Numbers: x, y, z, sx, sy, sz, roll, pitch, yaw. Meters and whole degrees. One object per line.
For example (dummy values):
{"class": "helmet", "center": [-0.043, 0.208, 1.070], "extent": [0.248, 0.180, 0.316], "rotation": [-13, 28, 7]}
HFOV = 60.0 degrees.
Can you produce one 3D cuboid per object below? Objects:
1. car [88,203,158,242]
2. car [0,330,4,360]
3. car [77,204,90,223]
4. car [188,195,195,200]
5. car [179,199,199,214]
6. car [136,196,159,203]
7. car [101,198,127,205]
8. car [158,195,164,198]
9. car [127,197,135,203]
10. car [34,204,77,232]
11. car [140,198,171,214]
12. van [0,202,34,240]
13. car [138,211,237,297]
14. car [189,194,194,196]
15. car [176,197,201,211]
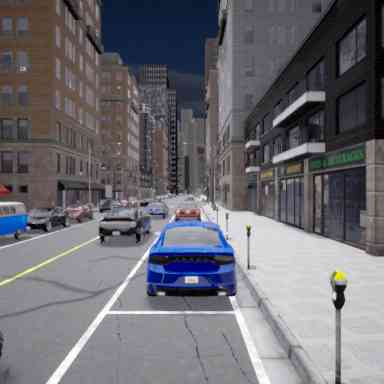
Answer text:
{"class": "car", "center": [-3.125, 1.494, 16.244], "extent": [2.128, 1.511, 4.902], "rotation": [0, 0, 0]}
{"class": "car", "center": [-3.146, 1.525, 2.018], "extent": [1.812, 1.442, 4.674], "rotation": [0, 0, 0]}
{"class": "car", "center": [-8.815, 1.585, 25.481], "extent": [1.802, 1.307, 4.206], "rotation": [0, 0, 0]}
{"class": "car", "center": [-0.237, 1.636, 95.394], "extent": [2.008, 1.369, 4.403], "rotation": [0, 0, 0]}
{"class": "car", "center": [-0.290, 1.558, 36.484], "extent": [2.008, 1.369, 4.403], "rotation": [0, 0, 0]}
{"class": "car", "center": [-6.164, 1.613, 46.544], "extent": [1.895, 1.301, 4.718], "rotation": [0, 0, 0]}
{"class": "car", "center": [-8.815, 1.573, 36.483], "extent": [1.947, 1.339, 4.313], "rotation": [0, 0, 0]}
{"class": "car", "center": [-8.782, 1.643, 84.589], "extent": [1.802, 1.307, 4.206], "rotation": [0, 0, 0]}
{"class": "car", "center": [-8.815, 1.591, 41.985], "extent": [1.802, 1.307, 4.206], "rotation": [0, 0, 0]}
{"class": "car", "center": [-8.815, 1.568, 19.979], "extent": [1.947, 1.339, 4.313], "rotation": [0, 0, 0]}
{"class": "car", "center": [-3.137, 1.552, 30.263], "extent": [2.033, 1.411, 5.357], "rotation": [0, 0, 0]}
{"class": "van", "center": [-8.815, 1.342, 14.478], "extent": [1.690, 1.788, 3.998], "rotation": [0, 0, 0]}
{"class": "car", "center": [-0.006, 1.478, 8.650], "extent": [1.882, 1.535, 5.008], "rotation": [0, 0, 0]}
{"class": "car", "center": [-0.257, 1.502, 84.576], "extent": [1.967, 1.590, 4.097], "rotation": [0, 0, 0]}
{"class": "car", "center": [-0.290, 1.443, 25.481], "extent": [1.967, 1.590, 4.097], "rotation": [0, 0, 0]}
